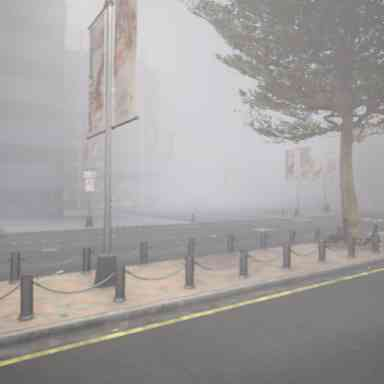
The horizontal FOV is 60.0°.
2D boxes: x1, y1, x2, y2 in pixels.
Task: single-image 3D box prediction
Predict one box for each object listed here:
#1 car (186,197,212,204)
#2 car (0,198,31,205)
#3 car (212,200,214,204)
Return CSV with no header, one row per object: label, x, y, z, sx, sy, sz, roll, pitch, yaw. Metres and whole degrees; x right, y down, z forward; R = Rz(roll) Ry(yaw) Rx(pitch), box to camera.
car,1.087,1.949,72.175,2.033,1.411,5.357,1,0,-45
car,-18.655,1.353,33.563,4.674,1.452,2.002,1,0,-35
car,2.653,1.918,75.499,5.008,1.535,1.882,0,0,41
